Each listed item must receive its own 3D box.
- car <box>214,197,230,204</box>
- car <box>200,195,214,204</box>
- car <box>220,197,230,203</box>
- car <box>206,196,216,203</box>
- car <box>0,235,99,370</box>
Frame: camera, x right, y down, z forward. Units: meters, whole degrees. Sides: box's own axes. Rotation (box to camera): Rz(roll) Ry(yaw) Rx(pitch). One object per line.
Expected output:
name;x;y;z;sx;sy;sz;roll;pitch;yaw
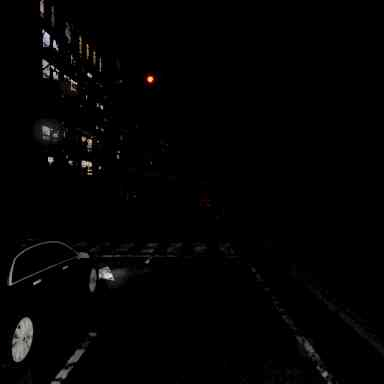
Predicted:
car;6.181;1.740;68.884;1.837;1.490;4.892;0;0;10
car;2.991;1.589;69.486;2.097;1.767;4.553;0;0;9
car;7.849;1.855;78.711;1.994;1.385;4.181;0;0;12
car;4.613;1.802;79.107;1.837;1.490;4.892;0;0;11
car;-3.047;1.507;5.679;1.837;1.490;4.892;0;0;1
